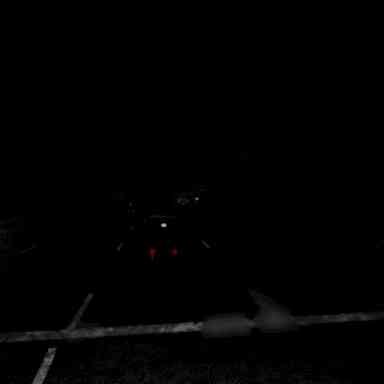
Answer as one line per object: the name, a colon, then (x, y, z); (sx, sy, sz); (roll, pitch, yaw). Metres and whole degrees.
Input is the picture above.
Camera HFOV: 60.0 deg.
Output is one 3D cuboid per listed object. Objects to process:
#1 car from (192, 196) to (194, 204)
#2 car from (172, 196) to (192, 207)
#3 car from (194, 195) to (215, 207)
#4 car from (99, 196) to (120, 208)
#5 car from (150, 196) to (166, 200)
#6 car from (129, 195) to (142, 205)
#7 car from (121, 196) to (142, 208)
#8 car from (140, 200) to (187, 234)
car: (0.953, 1.300, 57.069); (2.128, 1.511, 4.902); (0, 0, -6)
car: (-1.443, 1.378, 47.149); (1.812, 1.442, 4.674); (0, 0, -6)
car: (1.990, 1.185, 47.928); (2.097, 1.767, 4.553); (0, 0, -6)
car: (-11.948, 1.450, 47.387); (2.033, 1.411, 5.357); (0, 0, -7)
car: (-4.788, 1.375, 46.487); (1.837, 1.490, 4.892); (0, 0, -6)
car: (-9.480, 1.340, 55.885); (1.882, 1.535, 5.008); (0, 0, -6)
car: (-8.445, 1.392, 46.773); (1.837, 1.490, 4.892); (0, 0, -6)
car: (-1.685, 1.437, 19.018); (2.128, 1.511, 4.902); (0, 0, -6)
